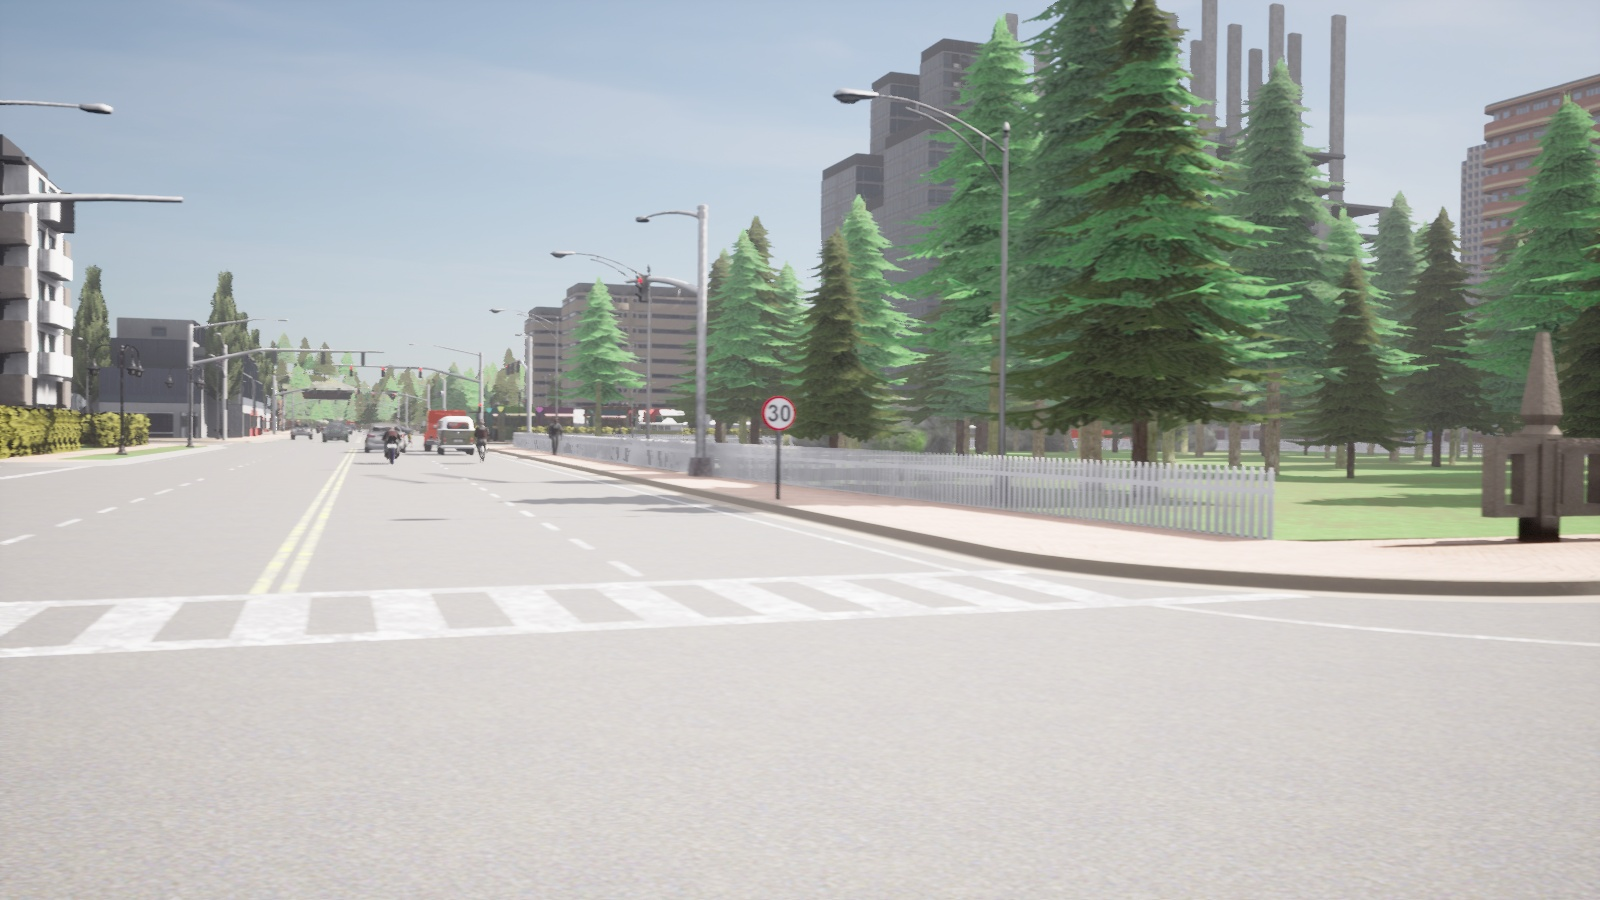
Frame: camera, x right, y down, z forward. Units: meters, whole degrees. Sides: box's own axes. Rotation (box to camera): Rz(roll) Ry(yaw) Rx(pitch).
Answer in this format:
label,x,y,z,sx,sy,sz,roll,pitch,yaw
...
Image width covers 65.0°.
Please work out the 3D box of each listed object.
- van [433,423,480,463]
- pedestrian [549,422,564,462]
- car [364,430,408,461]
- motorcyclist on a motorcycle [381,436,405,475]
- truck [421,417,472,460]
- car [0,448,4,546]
label,x,y,z,sx,sy,sz,roll,pitch,yaw
van,-18.352,-0.370,66.966,2.069,2.038,4.480,-1,1,-19
pedestrian,-11.640,-0.393,59.918,0.563,1.883,0.849,-1,1,-19
car,-23.322,-0.255,70.636,2.242,1.667,4.611,-1,1,-19
motorcyclist on a motorcycle,-16.397,0.188,50.568,0.866,1.530,2.191,-1,1,-19
truck,-21.403,-0.691,75.795,2.627,2.467,5.204,-1,1,-19
car,-11.661,0.722,15.368,2.033,1.411,5.357,-1,1,-19
